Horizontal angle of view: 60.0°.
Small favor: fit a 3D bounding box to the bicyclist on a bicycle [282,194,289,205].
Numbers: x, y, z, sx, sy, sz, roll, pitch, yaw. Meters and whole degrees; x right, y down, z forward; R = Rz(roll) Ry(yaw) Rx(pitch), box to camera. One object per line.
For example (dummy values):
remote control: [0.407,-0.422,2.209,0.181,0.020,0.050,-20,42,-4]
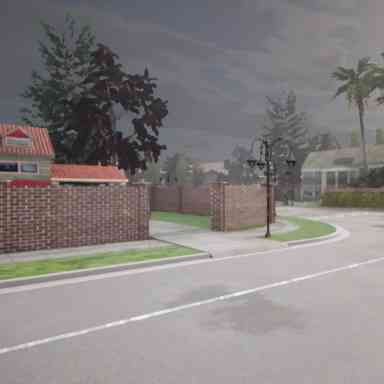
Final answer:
bicyclist on a bicycle: [13.068,1.082,46.473,1.656,1.620,0.582,0,0,-35]
